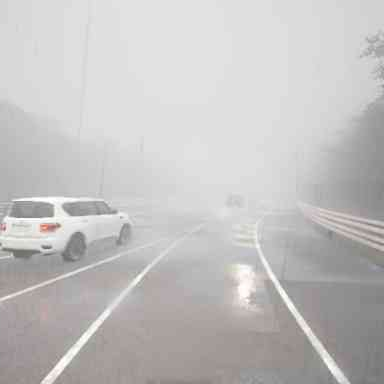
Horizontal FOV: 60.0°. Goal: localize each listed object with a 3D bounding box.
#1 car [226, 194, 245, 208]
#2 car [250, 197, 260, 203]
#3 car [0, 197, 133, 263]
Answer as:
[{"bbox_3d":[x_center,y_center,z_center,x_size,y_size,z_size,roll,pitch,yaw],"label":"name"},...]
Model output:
[{"bbox_3d":[6.475,1.306,49.409,2.150,2.045,5.566,0,0,16],"label":"car"},{"bbox_3d":[14.607,1.869,77.356,1.994,1.385,4.181,0,-1,16],"label":"car"},{"bbox_3d":[-4.212,1.201,12.230,2.150,2.045,5.566,0,0,16],"label":"car"}]
